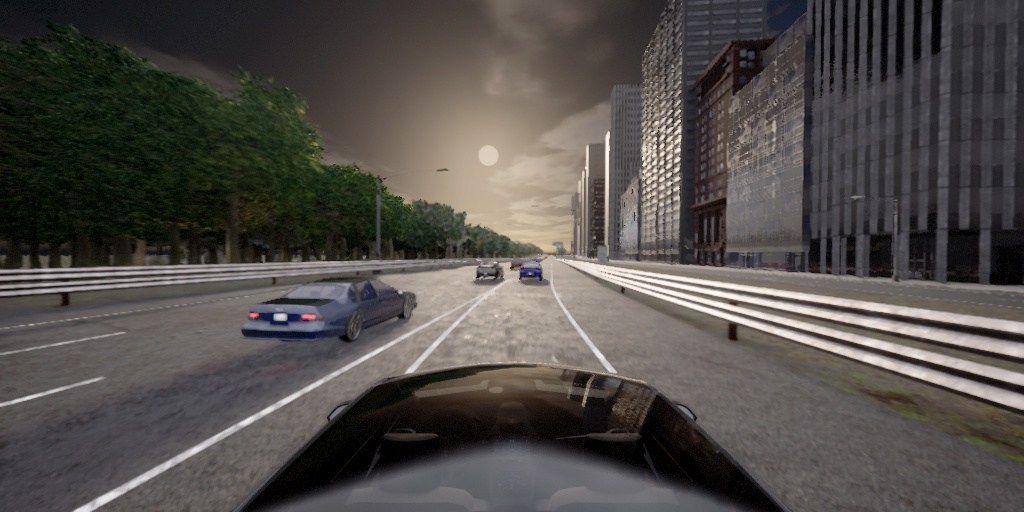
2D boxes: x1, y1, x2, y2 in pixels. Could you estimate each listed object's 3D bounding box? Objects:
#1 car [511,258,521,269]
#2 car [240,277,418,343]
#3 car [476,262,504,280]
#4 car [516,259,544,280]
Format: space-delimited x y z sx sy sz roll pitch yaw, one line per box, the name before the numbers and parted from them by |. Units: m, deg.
car | 1.027 1.153 56.881 2.097 1.767 4.553 1 0 6
car | -4.299 1.260 9.571 2.033 1.411 5.357 1 0 6
car | -1.864 1.245 31.113 2.128 1.511 4.902 1 0 6
car | 1.755 1.268 31.606 1.882 1.535 5.008 0 0 6
